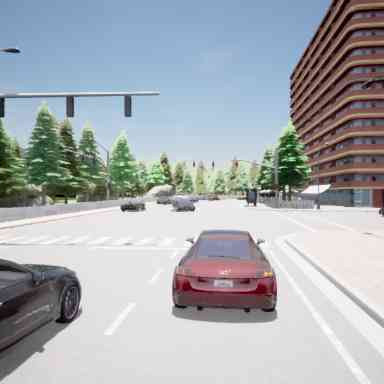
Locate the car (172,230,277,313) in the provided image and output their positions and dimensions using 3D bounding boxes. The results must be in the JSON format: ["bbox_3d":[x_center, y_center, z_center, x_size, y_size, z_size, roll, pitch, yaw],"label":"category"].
[{"bbox_3d":[0.771,1.564,7.788,1.994,1.385,4.181,0,0,6],"label":"car"}]

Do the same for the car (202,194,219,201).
[{"bbox_3d":[4.957,1.355,82.427,2.097,1.767,4.553,0,0,29],"label":"car"}]

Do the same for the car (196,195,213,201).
[{"bbox_3d":[3.382,1.536,86.603,2.033,1.411,5.357,0,0,32],"label":"car"}]

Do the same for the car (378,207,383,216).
[{"bbox_3d":[19.230,1.619,29.983,4.181,1.385,1.994,0,0,6],"label":"car"}]

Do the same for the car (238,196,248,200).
[{"bbox_3d":[14.518,1.595,89.306,4.718,1.301,1.895,0,0,-44],"label":"car"}]

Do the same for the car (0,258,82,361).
[{"bbox_3d":[-3.136,1.526,4.295,1.812,1.442,4.674,0,0,7],"label":"car"}]

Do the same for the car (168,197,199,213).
[{"bbox_3d":[-1.039,1.580,37.633,1.994,1.385,4.181,0,0,-15],"label":"car"}]

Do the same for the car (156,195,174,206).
[{"bbox_3d":[-4.806,1.504,56.362,1.837,1.490,4.892,0,0,6],"label":"car"}]

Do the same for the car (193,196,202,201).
[{"bbox_3d":[0.318,1.547,69.468,2.033,1.411,5.357,0,0,8],"label":"car"}]

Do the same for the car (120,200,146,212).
[{"bbox_3d":[-6.737,1.606,38.294,1.895,1.301,4.718,0,0,6],"label":"car"}]

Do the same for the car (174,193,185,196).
[{"bbox_3d":[-2.815,1.225,71.620,2.150,2.045,5.566,0,0,11],"label":"car"}]

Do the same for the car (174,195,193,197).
[{"bbox_3d":[-1.416,1.601,55.180,1.895,1.301,4.718,0,0,6],"label":"car"}]
